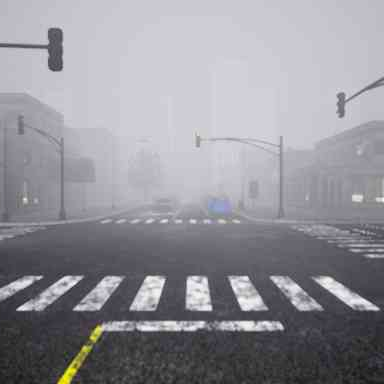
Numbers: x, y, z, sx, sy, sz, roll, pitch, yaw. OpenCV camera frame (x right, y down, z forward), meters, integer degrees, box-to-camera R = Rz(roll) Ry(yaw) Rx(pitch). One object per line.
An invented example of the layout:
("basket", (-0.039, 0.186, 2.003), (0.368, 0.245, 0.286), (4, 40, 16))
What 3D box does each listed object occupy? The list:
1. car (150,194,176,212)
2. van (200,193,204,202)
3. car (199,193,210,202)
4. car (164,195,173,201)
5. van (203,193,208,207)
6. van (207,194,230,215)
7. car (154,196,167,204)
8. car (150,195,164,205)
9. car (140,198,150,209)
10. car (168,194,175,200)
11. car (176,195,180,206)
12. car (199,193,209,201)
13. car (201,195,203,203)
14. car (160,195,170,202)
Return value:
("car", (-3.093, 1.376, 36.525), (1.882, 1.535, 5.008), (0, 1, 0))
("van", (2.690, 1.204, 54.343), (1.690, 1.788, 3.998), (0, 0, 0))
("car", (2.690, 1.152, 70.909), (2.192, 1.841, 5.009), (0, 0, 0))
("car", (-5.689, 1.368, 81.970), (1.887, 1.381, 4.507), (0, 0, 0))
("van", (2.689, 1.224, 43.299), (1.690, 1.788, 3.998), (0, 0, 0))
("van", (2.689, 1.249, 32.256), (1.690, 1.788, 3.998), (0, 0, 0))
("car", (-5.690, 1.398, 59.884), (1.887, 1.381, 4.507), (0, 0, 0))
("car", (-5.690, 1.303, 54.362), (1.967, 1.590, 4.097), (0, 0, 0))
("car", (-5.690, 1.409, 43.148), (1.752, 1.417, 4.829), (0, 0, 0))
("car", (-5.689, 1.338, 92.843), (1.752, 1.417, 4.829), (0, 0, 0))
("car", (-3.072, 1.217, 52.718), (2.097, 1.767, 4.553), (0, 0, 0))
("car", (2.690, 1.145, 76.431), (2.192, 1.841, 5.009), (0, 0, 0))
("car", (2.690, 1.417, 48.821), (1.887, 1.381, 4.507), (0, 0, 0))
("car", (-5.689, 1.382, 70.927), (1.887, 1.381, 4.507), (0, 0, 0))
